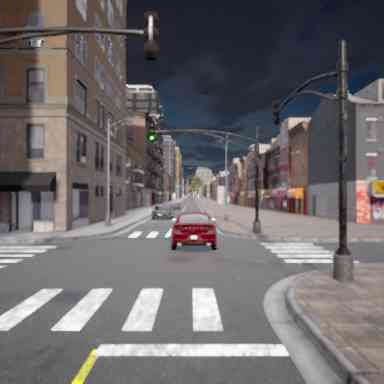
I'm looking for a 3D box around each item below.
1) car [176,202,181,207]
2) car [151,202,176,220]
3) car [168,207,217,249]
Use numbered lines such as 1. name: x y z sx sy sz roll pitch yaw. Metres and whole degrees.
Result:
1. car: -2.817 2.254 53.308 1.994 1.385 4.181 0 -1 0
2. car: -2.856 1.911 32.482 1.837 1.490 4.892 0 -1 0
3. car: 0.089 1.662 15.518 1.882 1.535 5.008 0 -1 0
